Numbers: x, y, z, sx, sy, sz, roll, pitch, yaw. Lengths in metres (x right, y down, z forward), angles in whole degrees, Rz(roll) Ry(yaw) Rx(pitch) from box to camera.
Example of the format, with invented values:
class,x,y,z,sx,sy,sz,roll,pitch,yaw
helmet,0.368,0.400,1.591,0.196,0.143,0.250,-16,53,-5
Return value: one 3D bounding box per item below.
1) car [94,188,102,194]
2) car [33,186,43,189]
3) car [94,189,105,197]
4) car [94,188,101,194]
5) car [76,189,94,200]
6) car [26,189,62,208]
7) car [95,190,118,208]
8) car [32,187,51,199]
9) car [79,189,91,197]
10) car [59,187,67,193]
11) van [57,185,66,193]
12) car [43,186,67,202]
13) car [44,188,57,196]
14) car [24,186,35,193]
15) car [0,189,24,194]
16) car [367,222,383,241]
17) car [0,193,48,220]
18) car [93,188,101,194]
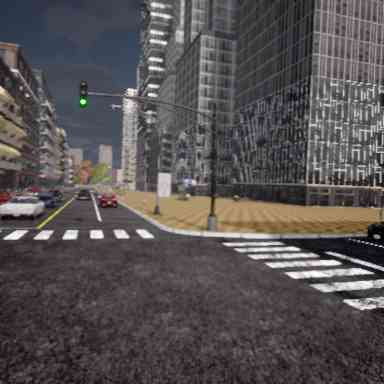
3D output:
class,x,y,z,sx,sy,sz,roll,pitch,yaw
car,-15.170,0.361,55.463,2.008,1.369,4.403,1,1,-17
car,-19.808,0.117,42.154,2.192,1.841,5.009,1,1,-17
car,-18.485,0.124,66.262,1.887,1.381,4.507,1,1,-17
car,-23.508,-0.244,82.621,1.752,1.417,4.829,1,1,-17
car,-15.433,0.393,47.651,1.837,1.490,4.892,2,1,-17
car,-13.551,0.705,30.660,1.994,1.385,4.181,2,1,-16
car,-8.540,0.818,33.867,1.887,1.381,4.507,1,1,-17
car,-21.468,0.126,47.554,1.967,1.590,4.097,1,1,-17
car,-19.462,0.154,60.772,2.033,1.411,5.357,2,1,-17
car,-33.074,-0.537,85.349,1.802,1.307,4.206,1,1,-17
van,-31.411,-0.664,79.946,1.690,1.788,3.998,1,1,-17
car,-16.537,0.436,40.389,1.837,1.490,4.892,2,1,-17
car,-24.786,0.037,58.355,1.802,1.307,4.206,1,1,-17
car,-16.495,0.474,31.357,1.967,1.590,4.097,1,1,-17
car,-14.840,0.696,25.960,1.887,1.381,4.507,1,1,-17
car,9.923,1.583,14.705,4.313,1.339,1.947,2,2,-17
car,-10.611,0.950,21.041,1.895,1.301,4.718,2,1,-17
car,-25.115,-0.335,87.858,1.887,1.381,4.507,1,1,-17
